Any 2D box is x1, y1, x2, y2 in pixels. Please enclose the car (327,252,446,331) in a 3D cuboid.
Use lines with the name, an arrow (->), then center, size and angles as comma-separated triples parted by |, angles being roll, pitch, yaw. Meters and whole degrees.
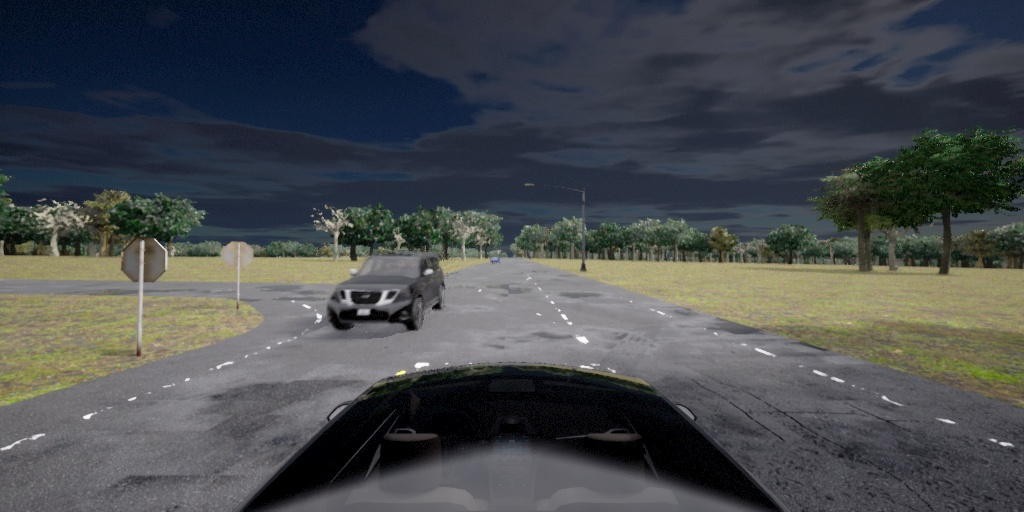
car -> -3.528, 0.920, 11.264 | 2.150, 2.045, 5.566 | 0, 1, 0
